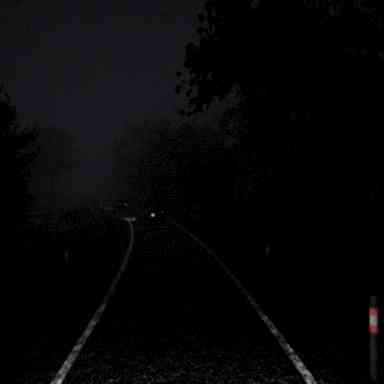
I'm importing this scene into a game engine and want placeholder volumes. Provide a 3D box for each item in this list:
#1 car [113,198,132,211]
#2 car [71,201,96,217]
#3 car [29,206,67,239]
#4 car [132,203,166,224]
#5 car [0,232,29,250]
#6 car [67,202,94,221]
[{"bbox_3d":[-8.463,1.469,40.865,1.994,1.385,4.181,-1,1,-22],"label":"car"},{"bbox_3d":[-11.535,1.816,35.696,2.002,1.452,4.674,1,0,-12],"label":"car"},{"bbox_3d":[-9.090,1.794,19.210,2.002,1.452,4.674,0,0,-4],"label":"car"},{"bbox_3d":[-3.133,1.547,24.586,1.994,1.385,4.181,-1,0,-14],"label":"car"},{"bbox_3d":[-8.667,1.744,12.991,2.097,1.535,5.008,0,-1,-2],"label":"car"},{"bbox_3d":[-10.321,1.748,29.673,2.097,1.535,5.008,-1,0,-7],"label":"car"}]
